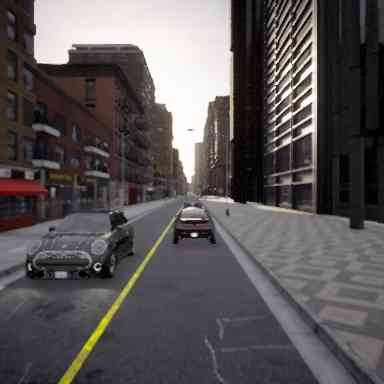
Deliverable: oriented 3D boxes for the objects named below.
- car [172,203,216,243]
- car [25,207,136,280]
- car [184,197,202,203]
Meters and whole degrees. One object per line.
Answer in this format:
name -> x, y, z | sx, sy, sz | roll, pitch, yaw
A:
car -> 0.095, 1.507, 16.084 | 1.837, 1.490, 4.892 | 0, 0, 0
car -> -3.061, 1.350, 10.063 | 2.097, 1.767, 4.553 | 0, 0, 0
car -> 0.086, 1.407, 39.511 | 2.097, 1.767, 4.553 | 0, 0, 0
